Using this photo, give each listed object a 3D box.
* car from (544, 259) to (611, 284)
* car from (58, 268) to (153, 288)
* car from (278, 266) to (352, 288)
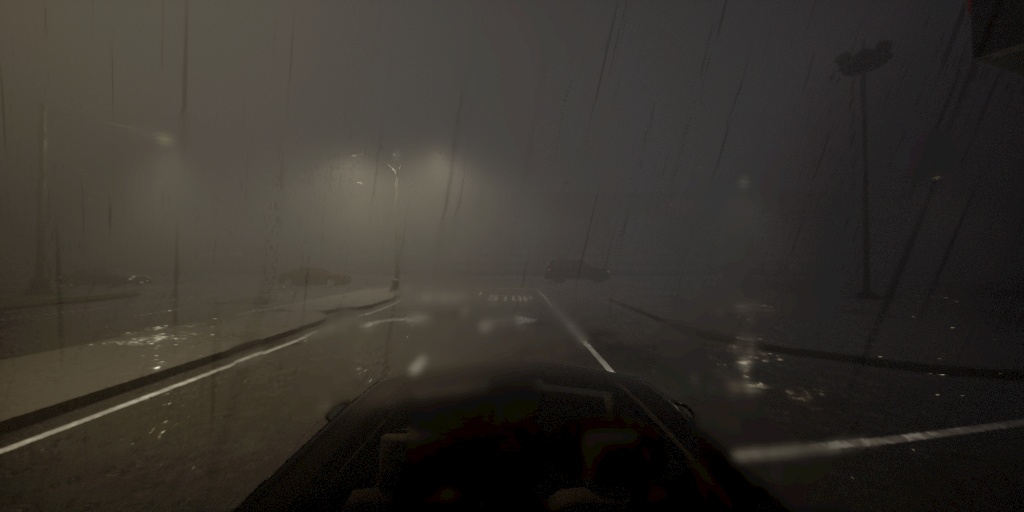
[{"bbox_3d":[5.504,1.301,30.481,5.566,2.045,2.150,0,-1,3],"label":"car"},{"bbox_3d":[-30.096,1.585,26.613,5.357,1.411,2.033,0,-1,0],"label":"car"},{"bbox_3d":[-14.506,1.514,26.552,5.008,1.535,1.882,0,-1,0],"label":"car"}]
